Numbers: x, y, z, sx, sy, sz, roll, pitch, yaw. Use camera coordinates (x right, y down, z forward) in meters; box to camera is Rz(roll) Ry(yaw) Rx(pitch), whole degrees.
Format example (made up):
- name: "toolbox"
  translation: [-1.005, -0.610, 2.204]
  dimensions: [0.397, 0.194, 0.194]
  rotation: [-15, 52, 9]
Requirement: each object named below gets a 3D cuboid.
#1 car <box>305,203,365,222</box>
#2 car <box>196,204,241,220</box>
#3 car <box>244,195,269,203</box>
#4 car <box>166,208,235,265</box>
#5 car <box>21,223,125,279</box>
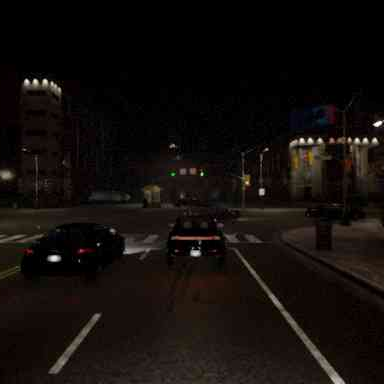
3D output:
- name: "car"
  translation: [11.728, 1.640, 27.212]
  dimensions: [4.902, 1.511, 2.128]
  rotation: [0, -1, -12]
- name: "car"
  translation: [1.689, 1.706, 27.019]
  dimensions: [5.357, 1.411, 2.033]
  rotation: [0, -1, -43]
- name: "car"
  translation: [15.906, 1.699, 82.120]
  dimensions: [5.566, 2.045, 2.435]
  rotation: [0, 0, 0]
- name: "car"
  translation: [0.152, 1.563, 11.933]
  dimensions: [2.128, 1.511, 4.902]
  rotation: [0, 0, 1]
- name: "car"
  translation: [-3.402, 1.630, 10.262]
  dimensions: [1.994, 1.385, 4.181]
  rotation: [0, 0, 1]
